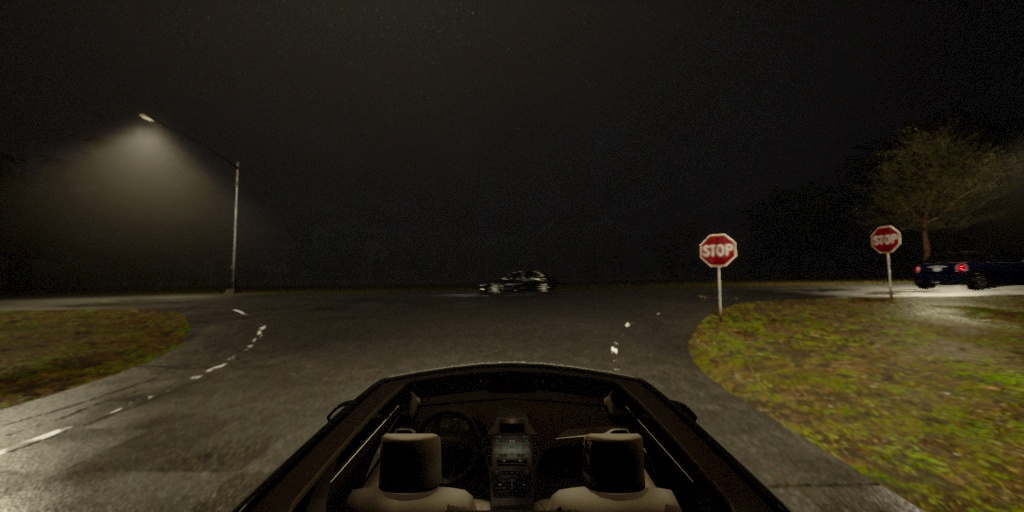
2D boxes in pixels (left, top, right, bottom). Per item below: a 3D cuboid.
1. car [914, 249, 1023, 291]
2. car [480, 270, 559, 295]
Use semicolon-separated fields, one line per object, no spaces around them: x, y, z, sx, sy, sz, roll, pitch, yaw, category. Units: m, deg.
20.465;0.565;15.516;4.553;1.767;2.097;-1;-4;-1;car
0.455;1.624;22.145;4.892;1.490;1.837;-2;-2;-1;car
